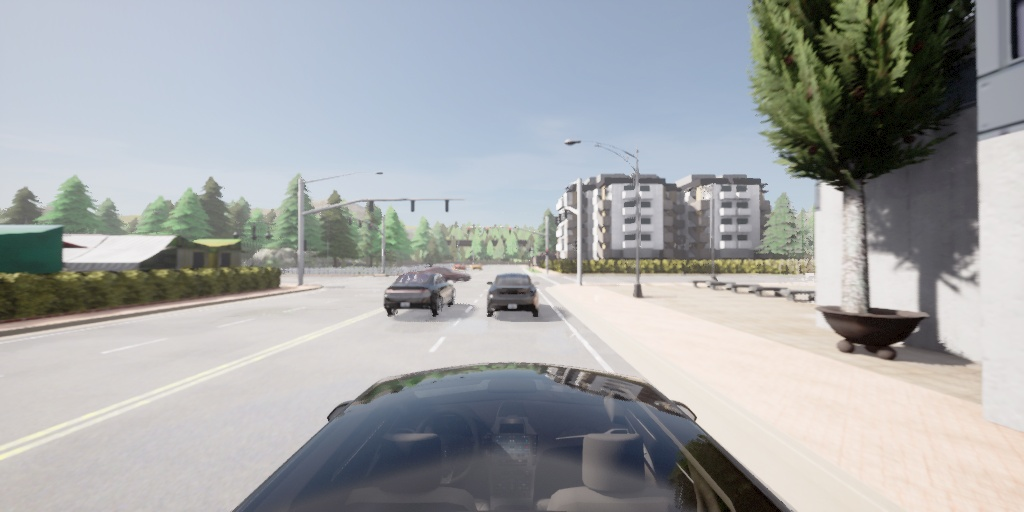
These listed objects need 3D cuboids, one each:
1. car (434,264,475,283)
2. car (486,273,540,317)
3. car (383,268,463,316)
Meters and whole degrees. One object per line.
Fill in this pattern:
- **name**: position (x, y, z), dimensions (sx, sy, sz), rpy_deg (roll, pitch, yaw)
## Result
- **car**: position (-5.966, 1.711, 31.651), dimensions (4.674, 1.442, 1.812), rpy_deg (1, -1, -1)
- **car**: position (0.044, 1.415, 14.120), dimensions (1.837, 1.490, 4.892), rpy_deg (0, 0, 1)
- **car**: position (-3.456, 1.402, 14.103), dimensions (2.128, 1.511, 4.902), rpy_deg (0, -1, 1)
